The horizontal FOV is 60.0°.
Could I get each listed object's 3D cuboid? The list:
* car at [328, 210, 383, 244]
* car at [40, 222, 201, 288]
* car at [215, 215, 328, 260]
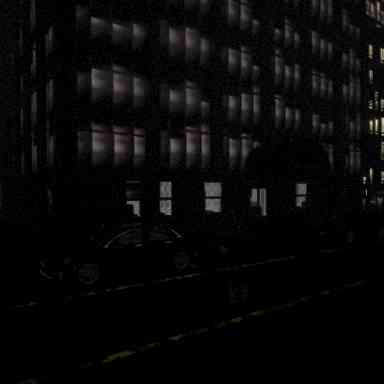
[{"bbox_3d":[7.474,1.541,15.764,4.507,1.381,1.887,0,-1,-35],"label":"car"},{"bbox_3d":[-1.780,1.549,9.163,4.403,1.369,2.008,0,-1,-35],"label":"car"},{"bbox_3d":[2.847,1.563,12.463,4.313,1.339,1.947,0,-1,-35],"label":"car"}]
